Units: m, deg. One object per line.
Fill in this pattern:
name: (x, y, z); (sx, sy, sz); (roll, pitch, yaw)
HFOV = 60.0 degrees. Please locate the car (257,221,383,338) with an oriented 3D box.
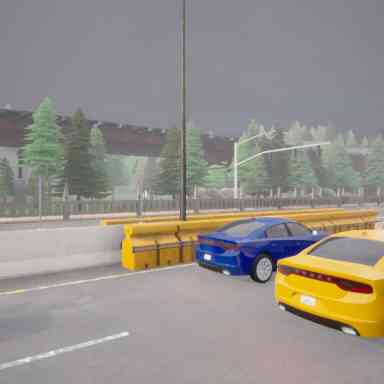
car: (3.762, 1.478, 6.441); (5.008, 1.535, 1.882); (0, 0, -35)

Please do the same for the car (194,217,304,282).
car: (2.399, 1.478, 9.770); (5.008, 1.535, 1.882); (0, 0, -36)
